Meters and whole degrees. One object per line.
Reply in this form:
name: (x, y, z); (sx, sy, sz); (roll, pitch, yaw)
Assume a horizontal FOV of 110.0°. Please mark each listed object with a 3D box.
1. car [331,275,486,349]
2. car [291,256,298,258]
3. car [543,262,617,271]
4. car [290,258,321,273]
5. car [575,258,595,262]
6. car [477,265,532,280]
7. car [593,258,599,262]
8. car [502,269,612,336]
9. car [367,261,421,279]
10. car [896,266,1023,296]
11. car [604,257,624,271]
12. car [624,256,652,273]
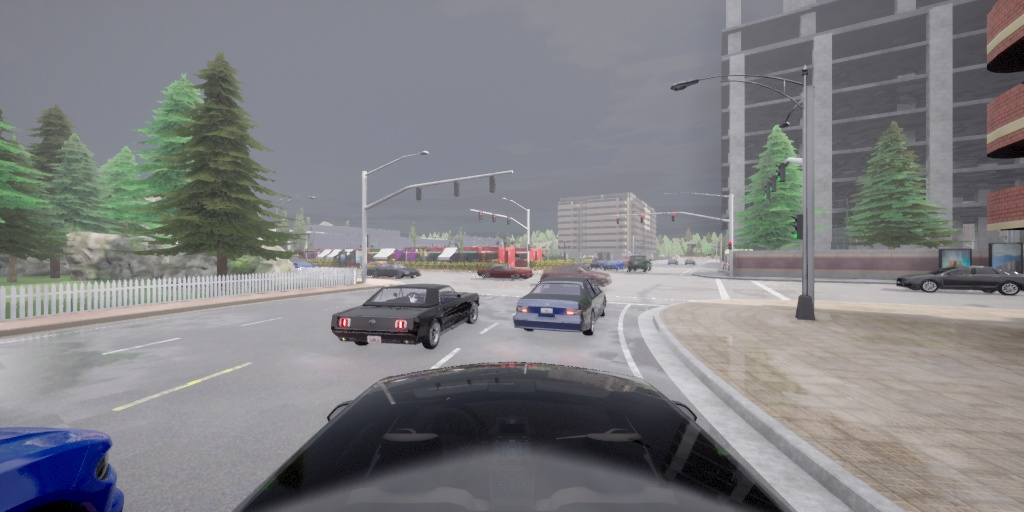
car: (-2.278, 1.351, 9.211); (1.895, 1.301, 4.718); (0, 0, 11)
car: (-29.251, 1.028, 47.078); (5.566, 2.045, 2.150); (0, 0, 30)
car: (4.201, 1.303, 23.728); (4.674, 1.442, 1.812); (0, 0, 30)
car: (-23.105, 1.283, 39.482); (5.008, 1.535, 1.882); (0, 0, 30)
car: (8.939, 1.314, 47.202); (1.994, 1.385, 4.181); (0, 0, 30)
car: (-0.594, 1.391, 30.521); (4.718, 1.301, 1.895); (0, 0, 30)
car: (13.270, 1.351, 54.817); (1.895, 1.301, 4.718); (0, 0, 30)
car: (1.655, 1.297, 10.576); (2.033, 1.411, 5.357); (0, 0, 20)
car: (-10.667, 1.353, 32.260); (5.357, 1.411, 2.033); (0, 0, 31)
car: (24.995, 1.310, 20.017); (4.892, 1.490, 1.837); (0, 0, 30)
car: (13.943, 1.228, 48.927); (1.882, 1.535, 5.008); (0, 0, 30)
car: (16.111, 0.972, 45.166); (2.150, 2.045, 5.566); (0, 0, 29)
